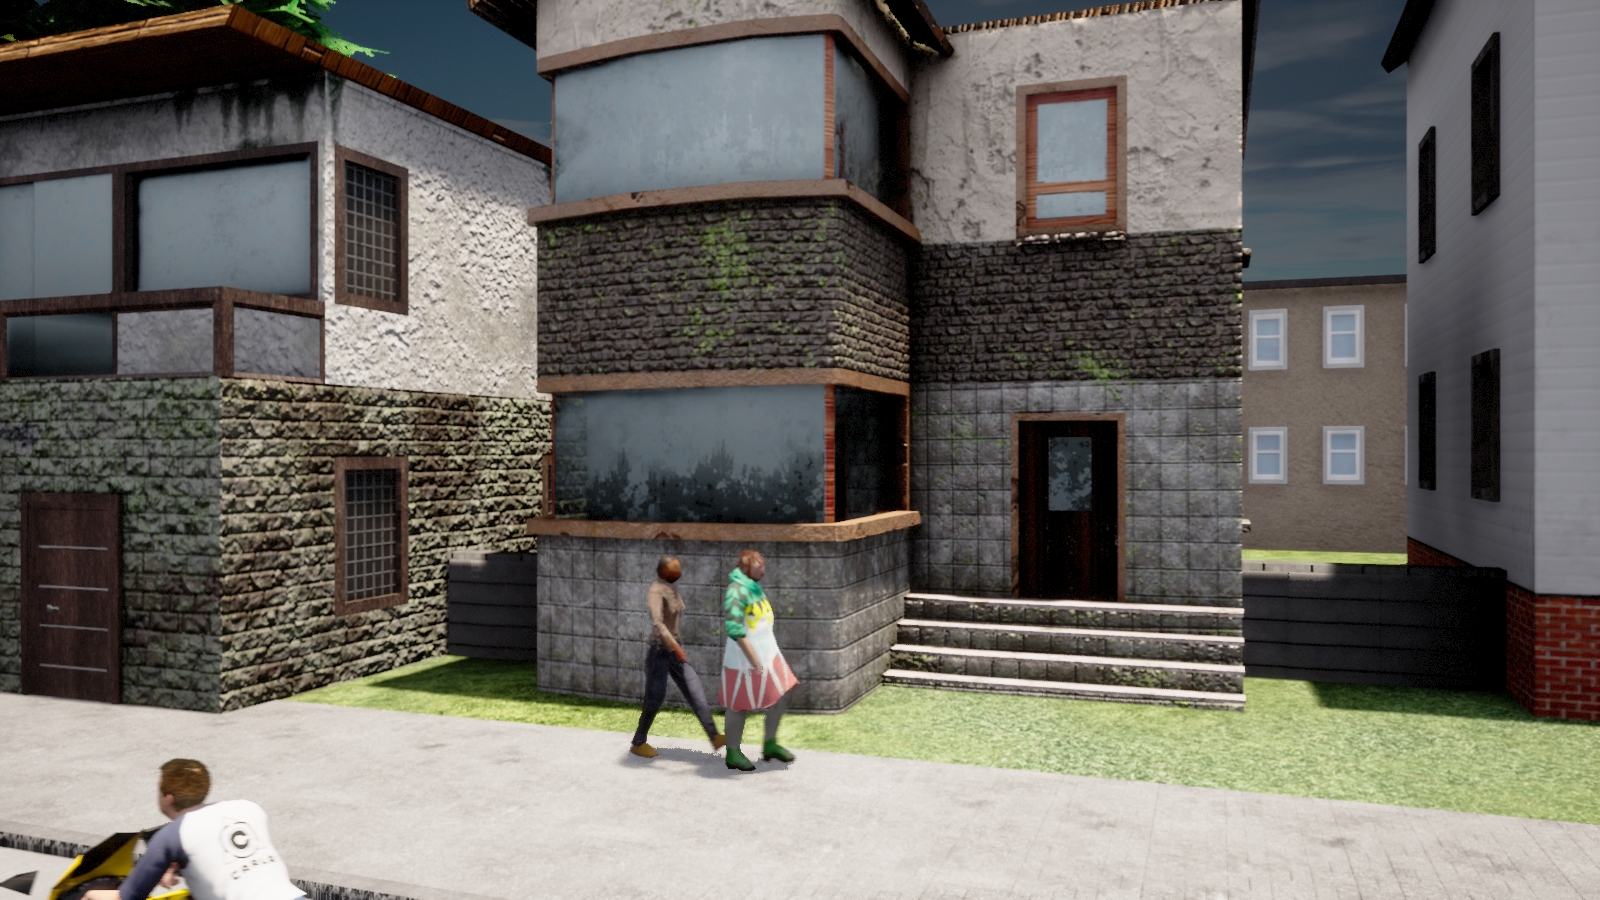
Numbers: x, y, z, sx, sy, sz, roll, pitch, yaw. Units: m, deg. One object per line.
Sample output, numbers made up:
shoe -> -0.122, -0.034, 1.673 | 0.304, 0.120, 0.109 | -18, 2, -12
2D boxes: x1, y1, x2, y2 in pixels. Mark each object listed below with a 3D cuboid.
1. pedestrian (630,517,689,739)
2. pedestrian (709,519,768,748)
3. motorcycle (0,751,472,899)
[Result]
pedestrian -> -1.222, 1.528, 9.952 | 0.375, 1.860, 0.375 | 0, 0, 19
pedestrian -> -0.518, 1.526, 9.671 | 0.375, 1.860, 0.375 | 0, 0, 20
motorcycle -> -2.450, 1.994, 4.710 | 2.033, 1.145, 0.803 | -1, 0, 20
